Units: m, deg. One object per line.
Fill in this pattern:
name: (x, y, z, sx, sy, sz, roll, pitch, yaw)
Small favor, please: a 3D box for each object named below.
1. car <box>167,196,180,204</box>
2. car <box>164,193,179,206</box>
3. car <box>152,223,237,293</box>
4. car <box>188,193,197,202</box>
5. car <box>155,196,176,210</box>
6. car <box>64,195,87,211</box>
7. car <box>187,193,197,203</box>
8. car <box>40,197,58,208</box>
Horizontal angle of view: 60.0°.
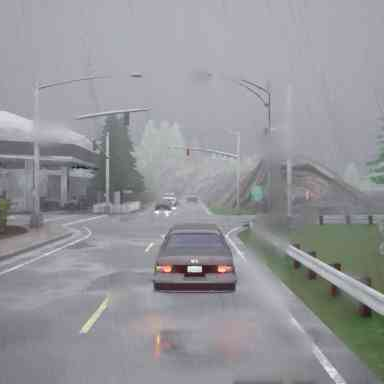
car: (-3.510, 1.547, 63.271, 2.033, 1.411, 5.357, 0, 0, 0)
car: (-3.553, 1.222, 52.624, 2.150, 2.045, 5.566, 0, 0, 0)
car: (0.075, 1.547, 8.975, 2.033, 1.411, 5.357, 0, 0, 1)
car: (0.046, 1.225, 81.130, 2.150, 2.045, 5.566, 0, 0, -2)
car: (-3.567, 1.547, 42.267, 2.033, 1.411, 5.357, 0, 0, 0)
car: (-14.500, 1.313, 41.591, 1.905, 1.878, 3.866, 0, 0, -1)
car: (0.126, 1.478, 70.920, 1.882, 1.535, 5.008, 0, 0, 0)
car: (-20.204, 1.480, 45.872, 2.242, 1.667, 4.611, 0, 0, -1)
